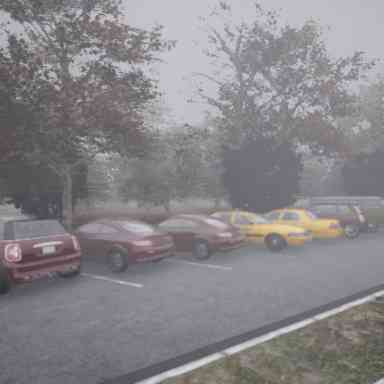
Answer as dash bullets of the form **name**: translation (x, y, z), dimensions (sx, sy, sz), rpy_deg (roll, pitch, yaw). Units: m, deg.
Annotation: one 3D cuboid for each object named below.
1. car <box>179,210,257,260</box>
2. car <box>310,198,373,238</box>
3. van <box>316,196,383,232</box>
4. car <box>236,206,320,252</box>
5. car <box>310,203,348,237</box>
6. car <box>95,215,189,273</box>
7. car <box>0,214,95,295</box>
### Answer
- **car**: translation (-0.280, 1.537, 12.368), dimensions (4.674, 1.452, 2.002), rpy_deg (-1, -1, 34)
- **car**: translation (6.838, 1.365, 17.701), dimensions (4.553, 1.767, 2.185), rpy_deg (-1, 0, 33)
- **van**: translation (9.252, 1.261, 19.472), dimensions (4.442, 1.987, 1.878), rpy_deg (-1, -1, 32)
- **car**: translation (2.250, 1.489, 14.043), dimensions (5.366, 1.575, 1.946), rpy_deg (-1, -1, 33)
- **car**: translation (4.302, 1.492, 16.023), dimensions (5.366, 1.575, 1.946), rpy_deg (-1, -1, 33)
- **car**: translation (-2.664, 1.539, 10.611), dimensions (4.674, 1.452, 2.002), rpy_deg (-1, -1, 34)
- **car**: translation (-5.038, 1.375, 8.856), dimensions (4.553, 1.767, 2.185), rpy_deg (-1, -1, 34)
